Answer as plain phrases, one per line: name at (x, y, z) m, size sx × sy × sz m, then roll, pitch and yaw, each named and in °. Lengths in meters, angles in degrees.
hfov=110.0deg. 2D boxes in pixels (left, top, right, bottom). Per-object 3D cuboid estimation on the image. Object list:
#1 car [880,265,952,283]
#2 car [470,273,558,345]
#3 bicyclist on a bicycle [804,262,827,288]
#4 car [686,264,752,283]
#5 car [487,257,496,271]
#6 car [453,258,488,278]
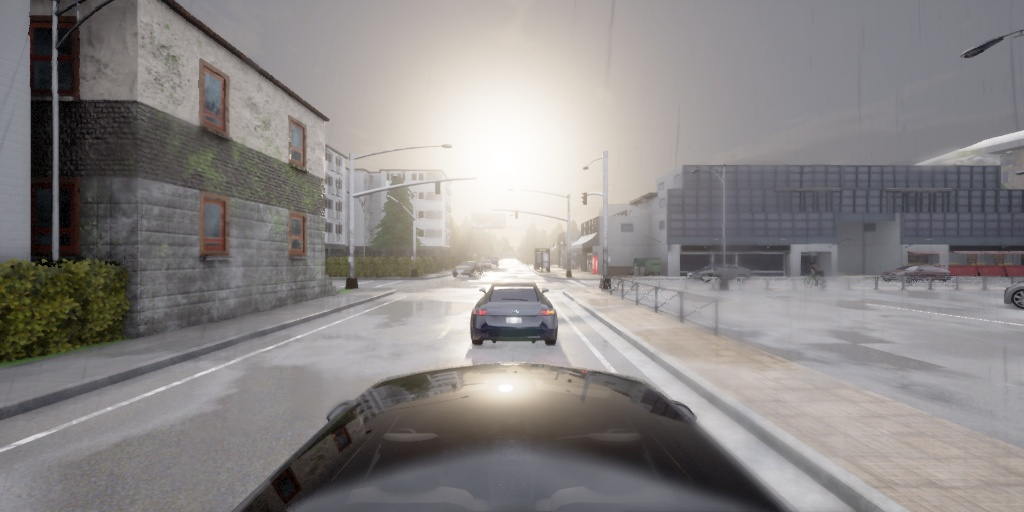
car at (33.368, 1.452, 29.645) m, size 4.674 × 1.442 × 1.812 m, roll 0°, pitch 0°, yaw 0°
car at (0.053, 1.314, 9.502) m, size 1.994 × 1.385 × 4.181 m, roll 0°, pitch 0°, yaw 0°
bicyclist on a bicycle at (18.689, 1.227, 22.123) m, size 0.582 × 1.620 × 1.656 m, roll 0°, pitch 0°, yaw 0°
car at (17.032, 1.418, 29.600) m, size 4.902 × 1.511 × 2.128 m, roll 0°, pitch 0°, yaw 0°
car at (-3.655, 1.254, 49.494) m, size 1.837 × 1.490 × 4.892 m, roll 0°, pitch 0°, yaw 0°
car at (-4.289, 1.279, 35.349) m, size 2.128 × 1.511 × 4.902 m, roll 1°, pitch 2°, yaw 11°
